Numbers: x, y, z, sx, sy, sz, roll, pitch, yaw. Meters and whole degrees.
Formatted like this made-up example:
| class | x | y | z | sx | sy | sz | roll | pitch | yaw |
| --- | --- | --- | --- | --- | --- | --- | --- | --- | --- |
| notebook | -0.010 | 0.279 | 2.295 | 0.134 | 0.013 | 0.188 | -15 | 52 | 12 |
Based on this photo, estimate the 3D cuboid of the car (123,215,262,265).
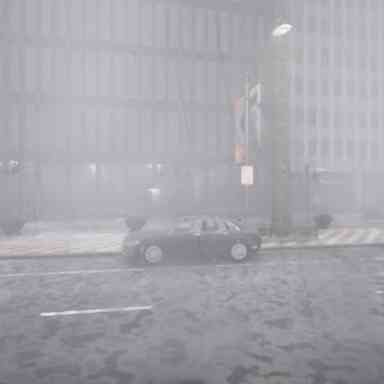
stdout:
| class | x | y | z | sx | sy | sz | roll | pitch | yaw |
| --- | --- | --- | --- | --- | --- | --- | --- | --- | --- |
| car | 0.049 | 1.602 | 11.813 | 4.892 | 1.521 | 2.231 | 0 | -1 | -12 |
